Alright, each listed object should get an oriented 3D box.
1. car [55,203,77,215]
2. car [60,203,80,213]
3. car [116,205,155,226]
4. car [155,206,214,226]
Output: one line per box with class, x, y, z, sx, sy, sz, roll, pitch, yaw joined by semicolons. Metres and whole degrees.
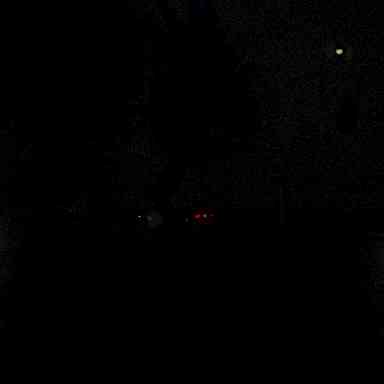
car;-16.923;2.281;44.420;1.837;1.490;4.892;0;-1;-35
car;-19.521;2.499;53.092;1.994;1.385;4.181;0;-1;-35
car;-4.398;1.823;26.387;2.128;1.511;4.902;0;-1;-35
car;-0.509;1.821;25.975;2.033;1.411;5.357;0;-1;-35
